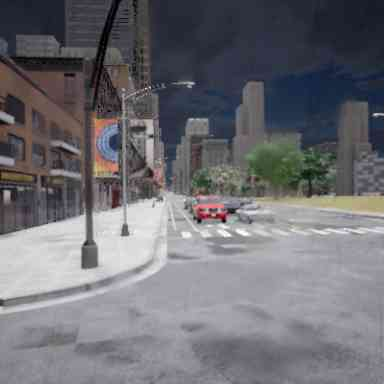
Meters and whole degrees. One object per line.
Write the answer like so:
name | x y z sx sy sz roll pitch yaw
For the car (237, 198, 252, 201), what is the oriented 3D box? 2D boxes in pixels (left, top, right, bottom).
car | 9.029 1.677 56.955 1.994 1.385 4.181 -1 0 -4

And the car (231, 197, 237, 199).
car | 5.787 1.510 56.691 2.097 1.767 4.553 -1 0 -4

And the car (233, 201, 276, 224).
car | 4.747 1.632 25.033 1.895 1.301 4.718 -1 0 -5

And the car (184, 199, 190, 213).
car | 0.651 1.630 36.297 2.128 1.511 4.902 -1 0 -4

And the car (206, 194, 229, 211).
car | 3.328 1.358 44.427 2.150 2.045 5.566 -1 0 -4

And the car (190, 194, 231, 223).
car | 1.355 1.307 26.551 2.150 2.045 5.566 -1 0 -4

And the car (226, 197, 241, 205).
car | 8.306 1.720 66.938 2.033 1.411 5.357 -1 0 -4

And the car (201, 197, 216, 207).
car | 2.636 1.671 54.879 1.882 1.535 5.008 -1 0 -4

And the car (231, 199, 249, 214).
car | 4.065 1.682 34.169 1.895 1.301 4.718 -1 0 -4

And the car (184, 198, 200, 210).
car | -0.073 1.699 46.485 1.837 1.490 4.892 -1 0 -4
